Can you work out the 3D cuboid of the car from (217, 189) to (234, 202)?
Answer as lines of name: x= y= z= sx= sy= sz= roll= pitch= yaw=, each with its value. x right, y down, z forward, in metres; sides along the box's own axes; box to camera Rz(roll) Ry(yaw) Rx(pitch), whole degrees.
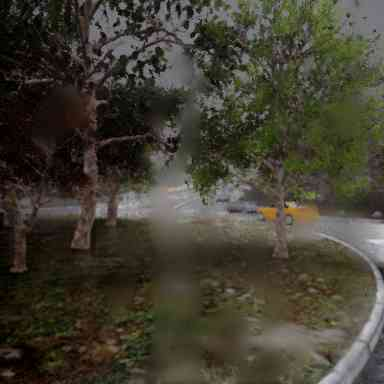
car: x=5.204 y=0.809 z=53.307 sx=1.994 sy=1.385 sz=4.181 roll=0 pitch=4 yaw=12

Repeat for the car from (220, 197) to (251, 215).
car: x=4.970 y=1.481 z=32.371 sx=1.994 sy=1.385 sz=4.181 roll=0 pitch=0 yaw=-30

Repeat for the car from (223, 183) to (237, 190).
car: x=8.203 y=-0.618 z=75.475 sx=2.033 sy=1.411 sz=5.357 roll=0 pitch=4 yaw=18

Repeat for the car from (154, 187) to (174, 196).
car: x=-6.234 y=-0.032 z=68.941 sx=1.946 sy=1.575 sz=5.366 roll=0 pitch=4 yaw=18

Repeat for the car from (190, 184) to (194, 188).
car: x=-0.992 y=-1.340 z=84.911 sx=2.435 sy=2.045 sz=5.566 roll=0 pitch=4 yaw=18

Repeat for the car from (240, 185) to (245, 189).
car: x=14.041 y=-1.154 z=82.738 sx=1.994 sy=1.385 sz=4.181 roll=0 pitch=4 yaw=18

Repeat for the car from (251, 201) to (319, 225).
car: x=6.596 y=1.409 z=23.508 sx=1.882 sy=1.535 sz=5.008 roll=0 pitch=0 yaw=-25

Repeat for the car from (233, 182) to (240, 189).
car: x=11.487 y=-1.450 z=85.359 sx=1.812 sy=1.442 sz=4.674 roll=0 pitch=4 yaw=18

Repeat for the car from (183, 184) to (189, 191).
car: x=-2.793 y=-0.728 z=79.417 sx=1.946 sy=1.575 sz=5.366 roll=0 pitch=4 yaw=18

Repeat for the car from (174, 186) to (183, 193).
car: x=-4.509 y=-0.381 z=74.176 sx=1.946 sy=1.575 sz=5.366 roll=0 pitch=4 yaw=18
